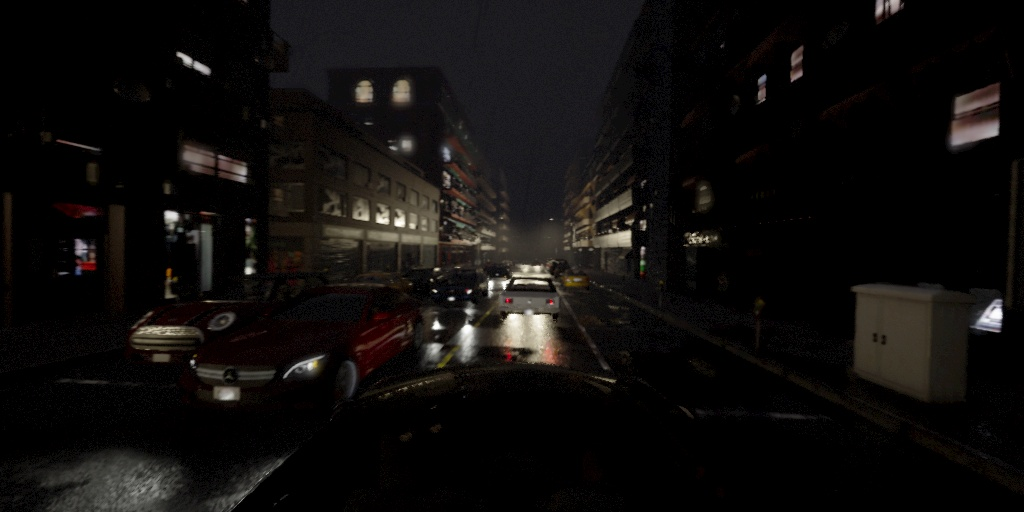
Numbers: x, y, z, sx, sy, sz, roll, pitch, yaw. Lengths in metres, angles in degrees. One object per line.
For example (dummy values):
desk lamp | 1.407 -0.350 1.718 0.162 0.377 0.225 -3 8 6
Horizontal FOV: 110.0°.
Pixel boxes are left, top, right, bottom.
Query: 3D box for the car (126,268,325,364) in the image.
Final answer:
car | -5.407 1.095 7.659 1.967 1.591 4.097 0 0 4

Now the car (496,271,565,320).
car | 0.677 1.392 12.866 1.895 1.301 4.718 1 0 4

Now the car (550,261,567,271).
car | 4.919 1.455 34.836 1.751 1.417 4.829 0 0 4

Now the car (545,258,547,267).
car | 6.063 1.433 51.198 1.967 1.591 4.097 0 0 4

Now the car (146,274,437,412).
car | -2.899 1.228 6.180 1.812 1.442 4.674 1 0 4

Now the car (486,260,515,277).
car | -1.087 1.364 31.533 1.994 1.385 4.181 1 0 4

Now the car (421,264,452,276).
car | -4.630 1.263 18.679 1.948 1.339 4.313 0 0 4

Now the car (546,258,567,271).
car | 5.291 1.265 40.177 2.192 1.841 5.009 0 0 4

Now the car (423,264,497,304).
car | -2.166 1.289 16.578 2.033 1.411 5.357 1 0 4

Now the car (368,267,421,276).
car | -5.030 1.202 12.999 1.751 1.417 4.829 0 0 4

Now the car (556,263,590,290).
car | 4.099 1.411 23.818 1.751 1.417 4.829 0 0 4
